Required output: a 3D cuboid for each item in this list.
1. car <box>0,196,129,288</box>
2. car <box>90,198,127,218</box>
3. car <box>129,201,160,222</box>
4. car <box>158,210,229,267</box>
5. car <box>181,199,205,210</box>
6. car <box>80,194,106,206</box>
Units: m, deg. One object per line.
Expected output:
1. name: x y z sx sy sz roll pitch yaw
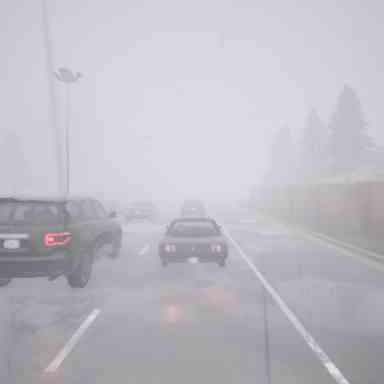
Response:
1. car: -3.462 1.124 9.125 2.150 2.045 5.566 0 0 1
2. car: -6.929 1.291 27.977 1.994 1.385 4.181 0 1 0
3. car: -3.458 1.316 23.721 2.033 1.411 5.357 0 1 0
4. car: 0.056 1.493 11.003 1.895 1.301 4.718 0 1 1
5. car: 0.071 1.291 27.956 1.994 1.385 4.181 0 1 0
6. car: -13.717 1.054 46.326 1.837 1.490 4.892 0 1 4
